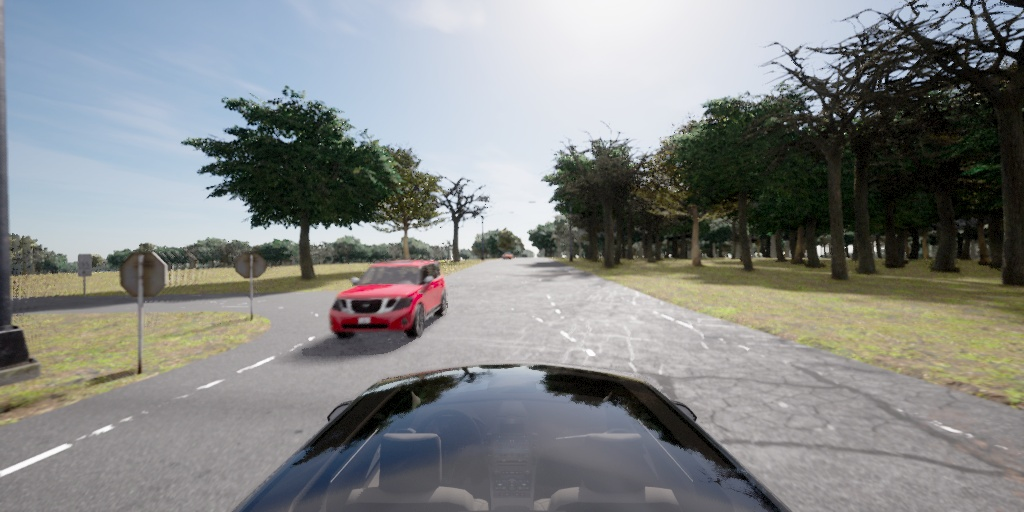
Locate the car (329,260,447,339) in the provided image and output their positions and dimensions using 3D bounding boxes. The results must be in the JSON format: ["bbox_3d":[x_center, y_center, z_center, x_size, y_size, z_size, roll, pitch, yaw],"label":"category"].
[{"bbox_3d":[-3.517,1.166,11.371,2.150,2.045,5.566,-1,1,1],"label":"car"}]
